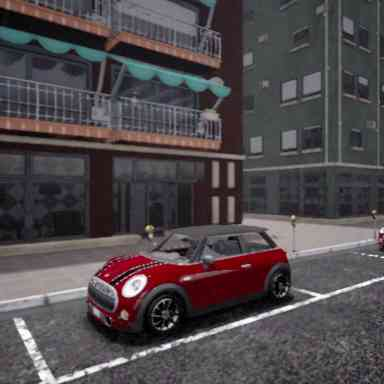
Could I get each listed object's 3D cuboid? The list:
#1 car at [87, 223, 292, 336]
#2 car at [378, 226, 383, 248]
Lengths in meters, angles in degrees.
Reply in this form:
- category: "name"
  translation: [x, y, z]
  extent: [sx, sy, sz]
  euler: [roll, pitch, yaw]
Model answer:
- category: "car"
  translation: [0.063, 1.436, 6.609]
  extent: [4.097, 1.590, 1.967]
  euler: [0, 0, -36]
- category: "car"
  translation: [9.081, 1.423, 13.046]
  extent: [4.097, 1.590, 1.967]
  euler: [0, 0, -36]
